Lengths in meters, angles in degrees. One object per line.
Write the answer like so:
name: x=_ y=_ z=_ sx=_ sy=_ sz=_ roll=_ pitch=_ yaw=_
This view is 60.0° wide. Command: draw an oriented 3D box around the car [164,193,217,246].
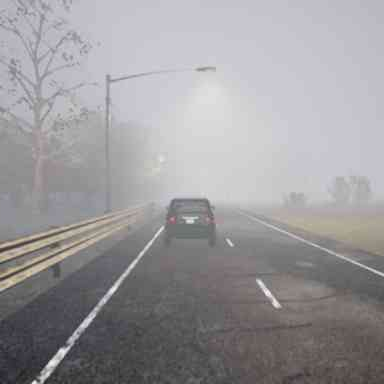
car: x=-0.076 y=1.220 z=15.465 sx=2.150 sy=2.045 sz=5.566 roll=0 pitch=0 yaw=0

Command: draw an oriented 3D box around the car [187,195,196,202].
car: x=-0.125 y=1.442 z=73.060 sx=1.837 sy=1.490 sz=4.892 roll=0 pitch=0 yaw=0

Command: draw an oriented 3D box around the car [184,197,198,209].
car: x=-0.103 y=1.482 z=45.416 sx=1.837 sy=1.490 sz=4.892 roll=0 pitch=0 yaw=0
